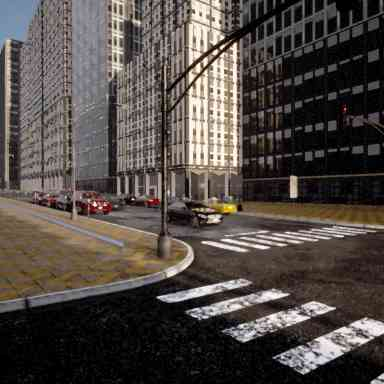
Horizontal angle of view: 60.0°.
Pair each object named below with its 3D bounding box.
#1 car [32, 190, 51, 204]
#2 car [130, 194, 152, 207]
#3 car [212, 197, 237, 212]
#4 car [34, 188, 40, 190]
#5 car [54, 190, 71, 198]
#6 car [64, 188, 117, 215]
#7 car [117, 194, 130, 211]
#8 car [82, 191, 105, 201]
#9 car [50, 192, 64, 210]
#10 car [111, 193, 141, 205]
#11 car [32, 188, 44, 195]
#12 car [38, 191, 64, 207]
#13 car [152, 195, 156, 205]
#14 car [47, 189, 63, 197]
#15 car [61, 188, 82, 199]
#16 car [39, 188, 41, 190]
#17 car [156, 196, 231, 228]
[{"bbox_3d":[-18.344,0.793,40.811,1.802,1.307,4.206,1,0,-36],"label":"car"},{"bbox_3d":[-4.955,0.977,36.683,1.802,1.307,4.206,1,0,-36],"label":"car"},{"bbox_3d":[1.642,1.127,27.798,1.752,1.417,4.829,1,0,-36],"label":"car"},{"bbox_3d":[-34.776,-0.105,77.531,1.967,1.590,4.097,1,0,-36],"label":"car"},{"bbox_3d":[-24.937,0.289,64.053,1.752,1.417,4.829,1,0,-36],"label":"car"},{"bbox_3d":[-8.398,0.841,27.195,2.192,1.841,5.009,1,0,-36],"label":"car"},{"bbox_3d":[-7.860,1.033,30.815,1.994,1.385,4.181,0,1,-37],"label":"car"},{"bbox_3d":[-14.896,0.646,50.300,1.947,1.339,4.313,1,0,-36],"label":"car"},{"bbox_3d":[-11.717,0.987,31.735,1.947,1.339,4.313,1,0,-36],"label":"car"},{"bbox_3d":[-8.269,0.856,41.222,1.947,1.339,4.313,1,0,-36],"label":"car"},{"bbox_3d":[-38.089,-0.208,82.070,1.967,1.590,4.097,1,0,-36],"label":"car"},{"bbox_3d":[-15.030,0.861,36.273,1.887,1.381,4.507,1,0,-36],"label":"car"},{"bbox_3d":[-1.641,1.066,32.145,1.947,1.339,4.313,1,0,-36],"label":"car"},{"bbox_3d":[-28.151,0.214,68.454,2.008,1.369,4.403,1,0,-36],"label":"car"},{"bbox_3d":[-21.518,0.186,59.375,2.192,1.841,5.009,1,0,-36],"label":"car"},{"bbox_3d":[-31.465,0.104,72.993,1.887,1.381,4.507,1,0,-36],"label":"car"},{"bbox_3d":[-0.078,1.242,20.164,1.812,1.442,4.674,0,1,-36],"label":"car"}]
